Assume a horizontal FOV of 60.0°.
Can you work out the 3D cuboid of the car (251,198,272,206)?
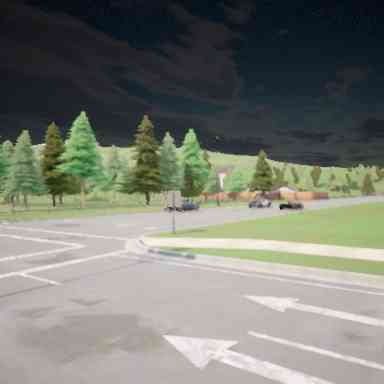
[{"bbox_3d":[12.778,1.873,60.829,1.895,1.301,4.718,-1,0,37],"label":"car"}]

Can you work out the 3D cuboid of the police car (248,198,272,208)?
[{"bbox_3d":[10.399,1.738,51.644,2.038,1.542,4.974,-1,0,36],"label":"police car"}]

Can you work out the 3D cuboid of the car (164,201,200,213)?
[{"bbox_3d":[-1.135,1.821,41.995,2.033,1.411,5.357,-1,0,36],"label":"car"}]

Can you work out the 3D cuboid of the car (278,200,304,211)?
[{"bbox_3d":[12.948,1.761,43.438,1.895,1.301,4.718,-1,0,36],"label":"car"}]
